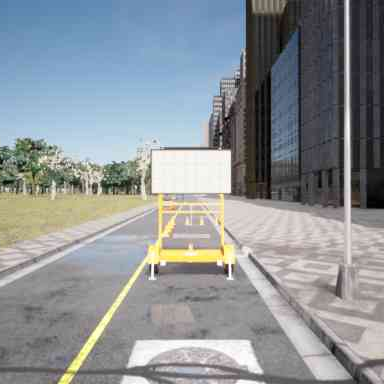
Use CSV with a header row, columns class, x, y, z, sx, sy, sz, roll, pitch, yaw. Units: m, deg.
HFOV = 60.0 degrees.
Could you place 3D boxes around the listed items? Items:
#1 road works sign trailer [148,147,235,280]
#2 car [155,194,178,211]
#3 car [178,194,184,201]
class,x,y,z,sx,sy,sz,roll,pitch,yaw
road works sign trailer,-0.020,0.466,9.933,2.380,3.560,2.880,0,0,0
car,-3.181,1.365,40.048,2.097,1.767,4.553,0,0,0
car,-3.185,1.291,89.899,2.150,2.045,5.566,0,0,0
